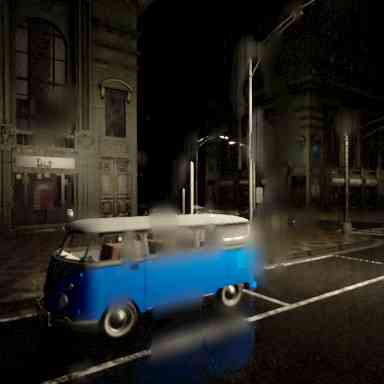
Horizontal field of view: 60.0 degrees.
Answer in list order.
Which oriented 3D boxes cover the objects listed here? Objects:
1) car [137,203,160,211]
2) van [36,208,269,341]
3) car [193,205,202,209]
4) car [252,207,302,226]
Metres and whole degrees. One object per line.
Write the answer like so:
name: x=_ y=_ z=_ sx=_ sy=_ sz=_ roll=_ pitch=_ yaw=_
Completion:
car: x=-5.803 y=2.175 z=42.742 sx=1.837 sy=1.490 sz=4.892 roll=0 pitch=0 yaw=-36
van: x=-0.606 y=1.345 z=6.242 sx=3.998 sy=1.788 sz=1.690 roll=0 pitch=0 yaw=-36
car: x=0.153 y=2.057 z=34.469 sx=1.994 sy=1.385 sz=4.181 roll=0 pitch=-1 yaw=-36
car: x=5.953 y=1.868 z=26.426 sx=2.033 sy=1.411 sz=5.357 roll=0 pitch=-1 yaw=-36
